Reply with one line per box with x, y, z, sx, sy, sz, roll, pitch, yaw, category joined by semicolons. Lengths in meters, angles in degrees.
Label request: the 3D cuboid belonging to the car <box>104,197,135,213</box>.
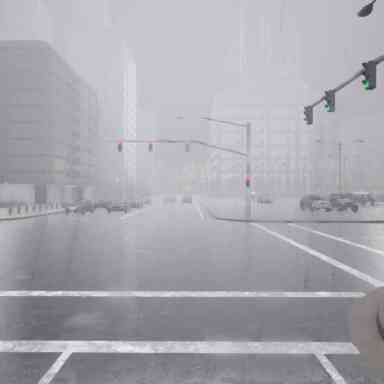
-7.963;1.564;36.774;1.994;1.385;4.181;0;0;0;car

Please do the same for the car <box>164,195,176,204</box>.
-4.511;1.564;65.605;1.994;1.385;4.181;0;0;0;car

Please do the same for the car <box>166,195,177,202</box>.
-4.556;1.351;74.443;2.128;1.511;4.902;0;0;0;car

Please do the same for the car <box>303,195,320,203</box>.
24.508;1.395;68.301;1.970;1.475;3.806;0;0;0;car

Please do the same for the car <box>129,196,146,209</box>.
-8.006;1.352;45.476;2.097;1.767;4.553;0;0;0;car

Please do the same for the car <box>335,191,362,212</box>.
16.085;1.156;35.719;1.905;1.878;3.866;0;0;0;car

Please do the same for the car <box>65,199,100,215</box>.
-11.450;1.491;34.182;2.128;1.511;4.902;0;0;0;car

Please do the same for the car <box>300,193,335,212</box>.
13.191;1.153;35.769;1.932;1.855;4.605;0;0;0;car

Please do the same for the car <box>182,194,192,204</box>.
-1.011;1.601;65.703;1.895;1.301;4.718;0;0;0;car

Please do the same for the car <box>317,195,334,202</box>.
27.403;1.364;68.305;1.784;1.438;3.905;0;0;0;car

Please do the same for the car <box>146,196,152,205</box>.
-8.050;1.492;57.013;2.128;1.511;4.902;0;0;0;car

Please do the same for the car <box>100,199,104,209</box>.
-11.497;1.601;43.450;1.895;1.301;4.718;0;0;0;car

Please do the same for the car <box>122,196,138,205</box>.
-11.548;1.547;62.456;2.033;1.411;5.357;0;0;0;car

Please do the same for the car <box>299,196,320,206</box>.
18.763;1.395;53.190;1.970;1.475;3.806;0;0;0;car

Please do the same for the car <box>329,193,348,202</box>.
30.086;1.153;68.360;1.932;1.855;4.605;0;0;0;car

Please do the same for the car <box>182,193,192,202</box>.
-1.056;1.181;74.431;2.097;1.767;4.553;0;0;0;car
